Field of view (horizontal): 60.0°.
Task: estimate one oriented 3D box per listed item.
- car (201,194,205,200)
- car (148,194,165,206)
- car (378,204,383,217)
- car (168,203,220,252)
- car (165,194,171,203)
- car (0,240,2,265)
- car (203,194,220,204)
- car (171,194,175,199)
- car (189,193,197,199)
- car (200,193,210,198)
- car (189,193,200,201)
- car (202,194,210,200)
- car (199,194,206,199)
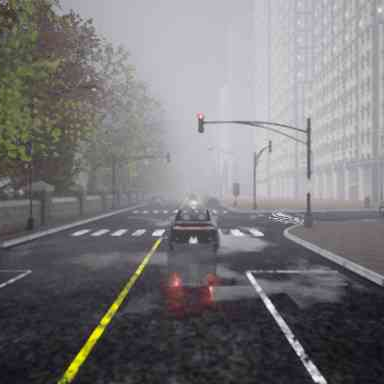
[{"bbox_3d":[2.820,1.343,50.354,1.947,1.339,4.313,0,0,0],"label":"car"},{"bbox_3d":[-5.561,1.359,50.375,1.802,1.307,4.206,0,0,0],"label":"car"},{"bbox_3d":[14.729,1.170,22.098,4.313,1.339,1.947,-1,1,0],"label":"car"},{"bbox_3d":[0.074,1.426,13.579,2.128,1.511,4.902,0,0,1],"label":"car"},{"bbox_3d":[-5.531,1.174,61.640,1.967,1.590,4.097,0,0,0],"label":"car"},{"bbox_3d":[-5.801,1.511,6.825,1.887,1.381,4.507,0,0,0],"label":"car"},{"bbox_3d":[2.805,1.366,44.721,1.947,1.339,4.313,0,0,0],"label":"car"},{"bbox_3d":[-5.460,1.183,89.801,1.887,1.381,4.507,0,0,0],"label":"car"},{"bbox_3d":[0.209,1.038,82.013,1.837,1.490,4.892,0,0,0],"label":"car"},{"bbox_3d":[2.834,1.321,55.987,1.947,1.339,4.313,0,0,0],"label":"car"},{"bbox_3d":[0.186,1.187,72.848,1.837,1.490,4.892,0,0,0],"label":"car"},{"bbox_3d":[3.354,1.195,80.032,1.812,1.442,4.674,0,0,0],"label":"car"},{"bbox_3d":[2.935,1.171,95.412,2.008,1.369,4.403,0,0,0],"label":"car"}]
